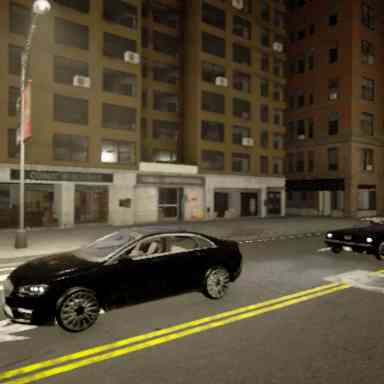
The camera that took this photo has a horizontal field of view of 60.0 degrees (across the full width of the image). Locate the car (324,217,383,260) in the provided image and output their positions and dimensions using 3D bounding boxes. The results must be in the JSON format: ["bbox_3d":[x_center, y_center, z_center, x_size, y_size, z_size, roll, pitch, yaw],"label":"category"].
[{"bbox_3d":[7.217,1.675,12.800,4.718,1.301,1.895,0,0,-34],"label":"car"}]

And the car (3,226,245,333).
[{"bbox_3d":[-1.093,1.508,6.894,4.902,1.511,2.128,0,0,-36],"label":"car"}]
